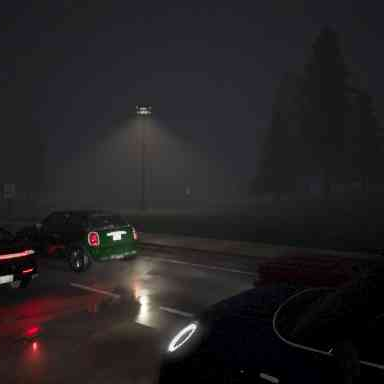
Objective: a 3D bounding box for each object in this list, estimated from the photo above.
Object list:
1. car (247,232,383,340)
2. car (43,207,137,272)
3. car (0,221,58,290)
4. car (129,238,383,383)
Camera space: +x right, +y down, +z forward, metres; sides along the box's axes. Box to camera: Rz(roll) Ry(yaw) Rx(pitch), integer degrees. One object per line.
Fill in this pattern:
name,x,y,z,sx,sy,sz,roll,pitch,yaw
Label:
car,3.521,1.601,5.779,4.718,1.301,1.895,0,0,36
car,-3.925,1.352,10.992,4.553,1.767,2.097,0,0,36
car,-5.611,1.491,7.893,4.902,1.511,2.128,0,0,36
car,1.894,1.352,2.640,4.553,1.767,2.097,0,0,36
